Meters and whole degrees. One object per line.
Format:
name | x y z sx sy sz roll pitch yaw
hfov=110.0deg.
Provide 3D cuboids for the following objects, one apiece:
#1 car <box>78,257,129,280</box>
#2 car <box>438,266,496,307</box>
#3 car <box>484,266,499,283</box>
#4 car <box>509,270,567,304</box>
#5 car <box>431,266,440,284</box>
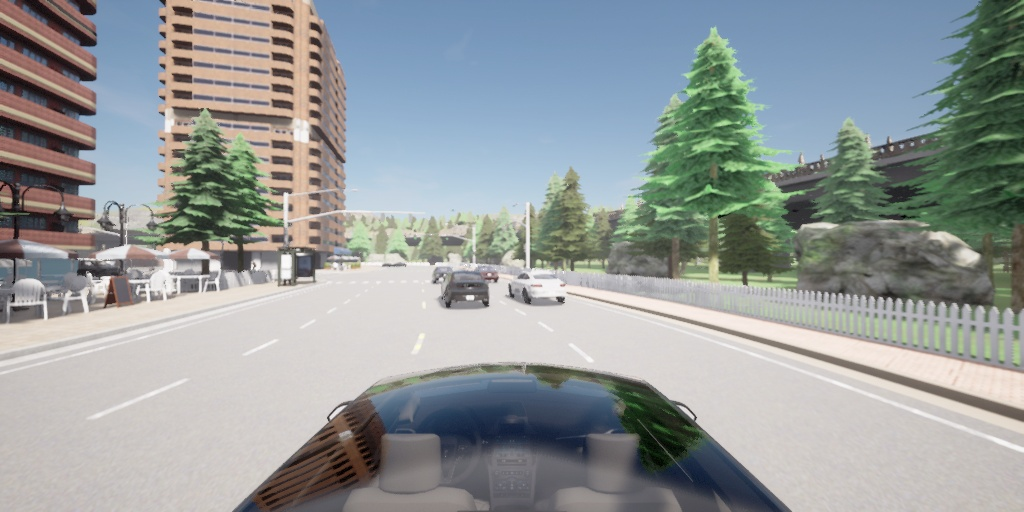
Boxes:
car | -43.486 1.419 37.067 5.566 2.045 2.150 0 -1 -14
car | -2.233 1.401 16.475 1.837 1.490 4.892 0 0 -14
car | -2.454 1.583 31.560 2.033 1.411 5.357 0 -1 -14
car | 1.142 1.422 17.408 1.812 1.442 4.674 0 0 -14
car | -5.846 1.581 30.700 2.033 1.411 5.357 0 -1 -14
